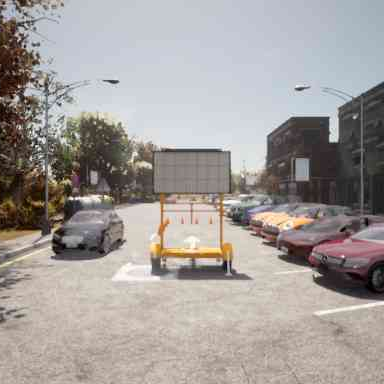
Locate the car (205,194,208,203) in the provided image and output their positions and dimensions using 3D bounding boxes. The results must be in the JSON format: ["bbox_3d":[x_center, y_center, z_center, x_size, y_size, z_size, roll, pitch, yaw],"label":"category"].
[{"bbox_3d":[5.190,1.607,59.625,5.366,1.575,1.946,1,0,-20],"label":"car"}]

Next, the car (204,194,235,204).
[{"bbox_3d":[5.375,1.385,65.719,5.566,2.045,2.435,1,0,-20],"label":"car"}]

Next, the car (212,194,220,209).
[{"bbox_3d":[5.317,1.267,32.646,5.566,2.045,2.435,1,0,-20],"label":"car"}]

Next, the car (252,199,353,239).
[{"bbox_3d":[5.334,1.364,14.653,4.553,1.767,2.185,1,0,-20],"label":"car"}]

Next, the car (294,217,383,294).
[{"bbox_3d":[5.299,1.526,8.641,4.674,1.452,2.002,1,0,-20],"label":"car"}]

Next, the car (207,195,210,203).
[{"bbox_3d":[5.362,1.578,50.681,5.008,1.535,2.097,1,-1,-20],"label":"car"}]

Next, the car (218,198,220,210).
[{"bbox_3d":[5.151,1.500,26.586,5.366,1.575,1.946,1,0,-20],"label":"car"}]

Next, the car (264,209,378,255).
[{"bbox_3d":[5.271,1.516,11.633,4.792,1.488,2.163,1,0,-20],"label":"car"}]

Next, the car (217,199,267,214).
[{"bbox_3d":[5.321,1.557,35.645,4.792,1.488,2.163,1,0,-20],"label":"car"}]

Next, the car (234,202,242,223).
[{"bbox_3d":[5.308,1.536,20.651,4.674,1.452,2.002,1,0,-20],"label":"car"}]

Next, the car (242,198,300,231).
[{"bbox_3d":[5.339,1.367,17.654,4.553,1.767,2.185,1,0,-20],"label":"car"}]

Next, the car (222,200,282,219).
[{"bbox_3d":[5.304,1.542,29.644,4.792,1.488,2.163,1,0,-20],"label":"car"}]

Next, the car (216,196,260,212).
[{"bbox_3d":[5.322,1.410,38.660,4.553,1.767,2.185,1,0,-20],"label":"car"}]

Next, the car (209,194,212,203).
[{"bbox_3d":[5.401,1.442,47.678,4.553,1.767,2.185,1,0,-20],"label":"car"}]

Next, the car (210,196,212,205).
[{"bbox_3d":[5.365,1.596,44.669,4.674,1.452,2.002,1,0,-20],"label":"car"}]

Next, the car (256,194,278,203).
[{"bbox_3d":[18.333,1.455,81.718,2.435,2.045,5.566,0,0,-21],"label":"car"}]

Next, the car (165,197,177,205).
[{"bbox_3d":[-4.088,1.667,63.462,1.812,1.442,4.674,0,0,1],"label":"car"}]

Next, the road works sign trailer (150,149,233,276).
[{"bbox_3d":[-0.011,0.466,10.358,2.380,3.560,2.880,0,0,0],"label":"road works sign trailer"}]

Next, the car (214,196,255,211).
[{"bbox_3d":[5.328,1.420,41.661,4.553,1.767,2.185,1,0,-20],"label":"car"}]

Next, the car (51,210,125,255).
[{"bbox_3d":[-3.981,1.494,13.448,2.128,1.511,4.902,0,0,0],"label":"car"}]

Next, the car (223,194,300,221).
[{"bbox_3d":[5.308,1.249,23.629,5.566,2.045,2.435,1,0,-20],"label":"car"}]
